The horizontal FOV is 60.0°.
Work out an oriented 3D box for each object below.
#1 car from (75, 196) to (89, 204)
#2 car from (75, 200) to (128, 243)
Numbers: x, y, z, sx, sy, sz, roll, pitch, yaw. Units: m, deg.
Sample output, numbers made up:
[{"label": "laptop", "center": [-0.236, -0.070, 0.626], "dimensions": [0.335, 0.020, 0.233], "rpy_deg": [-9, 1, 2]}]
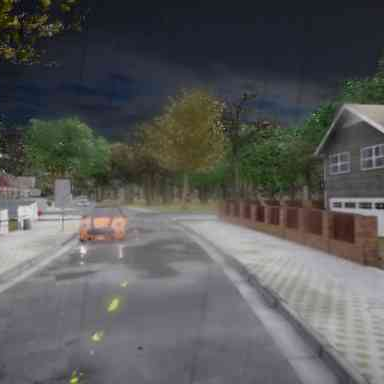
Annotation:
[{"label": "car", "center": [-20.490, 1.727, 62.002], "dimensions": [2.150, 2.045, 5.566], "rpy_deg": [0, 0, -24]}, {"label": "car", "center": [-4.418, 1.501, 17.081], "dimensions": [2.097, 1.767, 4.553], "rpy_deg": [0, 0, -9]}]
